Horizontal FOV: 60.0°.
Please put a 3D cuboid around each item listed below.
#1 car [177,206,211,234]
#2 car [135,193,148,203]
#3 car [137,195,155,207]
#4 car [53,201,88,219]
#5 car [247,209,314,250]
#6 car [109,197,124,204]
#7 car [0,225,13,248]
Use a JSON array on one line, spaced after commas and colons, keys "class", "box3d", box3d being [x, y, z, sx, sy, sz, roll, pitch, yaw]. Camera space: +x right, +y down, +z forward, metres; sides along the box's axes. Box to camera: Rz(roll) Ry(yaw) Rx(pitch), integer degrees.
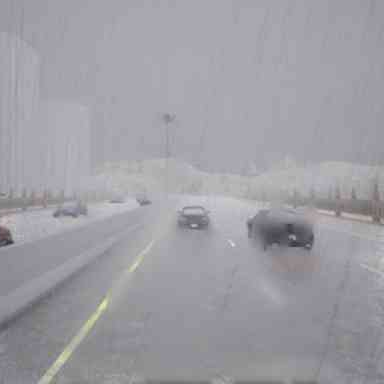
[{"class": "car", "box3d": [0.105, 1.533, 19.287, 1.812, 1.442, 4.674, 0, 0, 0]}, {"class": "car", "box3d": [-10.462, 1.250, 70.063, 2.150, 2.045, 5.566, 0, 0, 0]}, {"class": "car", "box3d": [-7.049, 1.620, 52.887, 1.895, 1.301, 4.718, 0, 0, 1]}, {"class": "car", "box3d": [-10.587, 1.536, 29.334, 1.812, 1.442, 4.674, 0, 0, 0]}, {"class": "car", "box3d": [3.603, 1.483, 14.332, 1.882, 1.535, 5.008, 0, 0, 0]}, {"class": "car", "box3d": [-13.995, 1.569, 62.391, 2.033, 1.411, 5.357, 0, 0, 0]}, {"class": "car", "box3d": [-7.097, 1.529, 9.728, 1.812, 1.442, 4.674, 0, 0, 0]}]
